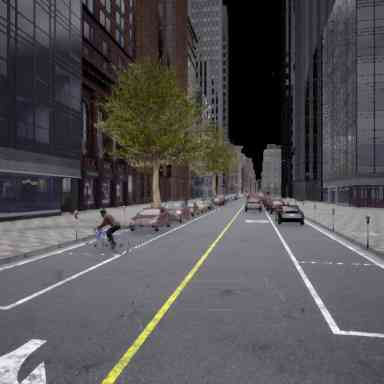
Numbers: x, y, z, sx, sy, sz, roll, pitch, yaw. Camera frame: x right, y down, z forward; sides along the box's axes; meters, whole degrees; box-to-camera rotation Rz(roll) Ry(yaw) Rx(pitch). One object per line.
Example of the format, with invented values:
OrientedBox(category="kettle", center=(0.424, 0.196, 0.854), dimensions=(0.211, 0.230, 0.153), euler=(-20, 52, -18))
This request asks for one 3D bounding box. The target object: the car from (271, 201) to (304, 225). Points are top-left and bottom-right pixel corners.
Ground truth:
OrientedBox(category="car", center=(7.028, 1.579, 24.131), dimensions=(1.947, 1.339, 4.313), euler=(0, 0, 11))

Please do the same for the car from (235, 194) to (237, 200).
OrientedBox(category="car", center=(10.049, 1.607, 86.681), dimensions=(1.967, 1.590, 4.097), euler=(0, 0, 11))

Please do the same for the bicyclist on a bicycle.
OrientedBox(category="bicyclist on a bicycle", center=(-3.007, 1.456, 11.882), dimensions=(1.656, 1.620, 0.582), euler=(-1, 0, 11))

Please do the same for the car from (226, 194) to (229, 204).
OrientedBox(category="car", center=(4.868, 1.390, 58.964), dimensions=(2.192, 1.841, 5.009), euler=(0, 0, 11))

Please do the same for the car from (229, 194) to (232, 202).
OrientedBox(category="car", center=(6.940, 1.683, 70.050), dimensions=(1.802, 1.307, 4.206), euler=(0, 0, 11))

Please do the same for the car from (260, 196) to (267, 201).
OrientedBox(category="car", center=(19.463, 1.735, 90.645), dimensions=(1.887, 1.381, 4.507), euler=(0, 0, 11))

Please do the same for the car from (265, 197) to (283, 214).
OrientedBox(category="car", center=(9.100, 1.574, 35.217), dimensions=(1.887, 1.381, 4.507), euler=(0, 0, 11))

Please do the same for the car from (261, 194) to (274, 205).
OrientedBox(category="car", center=(14.283, 1.403, 62.932), dimensions=(2.192, 1.841, 5.009), euler=(0, 0, 11))

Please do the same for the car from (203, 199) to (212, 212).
OrientedBox(category="car", center=(0.691, 1.554, 36.622), dimensions=(1.752, 1.417, 4.829), euler=(0, 0, 11))

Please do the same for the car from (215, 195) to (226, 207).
OrientedBox(category="car", center=(3.831, 1.608, 53.420), dimensions=(1.887, 1.381, 4.507), euler=(0, 0, 11))

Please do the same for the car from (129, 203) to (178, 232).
OrientedBox(category="car", center=(-2.387, 1.589, 20.160), dimensions=(1.802, 1.307, 4.206), euler=(0, 0, 11))

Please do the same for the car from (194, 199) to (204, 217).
OrientedBox(category="car", center=(-0.315, 1.602, 31.247), dimensions=(1.802, 1.307, 4.206), euler=(0, 0, 11))

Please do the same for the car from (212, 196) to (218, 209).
OrientedBox(category="car", center=(1.758, 1.605, 42.334), dimensions=(1.947, 1.339, 4.313), euler=(0, 0, 11))

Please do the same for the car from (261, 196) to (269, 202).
OrientedBox(category="car", center=(17.390, 1.726, 79.558), dimensions=(1.802, 1.307, 4.206), euler=(0, 0, 11))

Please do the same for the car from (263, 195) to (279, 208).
OrientedBox(category="car", center=(12.210, 1.379, 51.846), dimensions=(2.192, 1.841, 5.009), euler=(0, 0, 11))

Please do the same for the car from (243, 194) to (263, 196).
OrientedBox(category="car", center=(8.967, 1.276, 48.476), dimensions=(2.150, 2.045, 5.566), euler=(0, 0, 11))

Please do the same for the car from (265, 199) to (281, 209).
OrientedBox(category="car", center=(11.173, 1.617, 46.302), dimensions=(1.947, 1.339, 4.313), euler=(0, 0, 11))

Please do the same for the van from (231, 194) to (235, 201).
OrientedBox(category="van", center=(9.012, 1.484, 81.138), dimensions=(1.690, 1.788, 3.998), euler=(0, 0, 11))

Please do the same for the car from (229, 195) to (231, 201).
OrientedBox(category="car", center=(5.904, 1.653, 64.508), dimensions=(1.947, 1.339, 4.313), euler=(0, 0, 11))

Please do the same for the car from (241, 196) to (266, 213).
OrientedBox(category="car", center=(7.076, 1.526, 38.373), dimensions=(2.128, 1.511, 4.902), euler=(0, 0, 11))

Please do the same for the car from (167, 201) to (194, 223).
OrientedBox(category="car", center=(-1.351, 1.453, 25.703), dimensions=(1.967, 1.590, 4.097), euler=(0, 0, 11))

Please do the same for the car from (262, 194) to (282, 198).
OrientedBox(category="car", center=(10.137, 1.355, 40.761), dimensions=(2.192, 1.841, 5.009), euler=(0, 0, 11))
